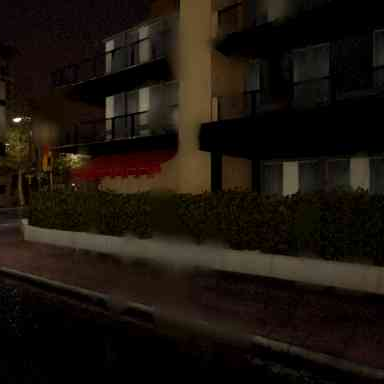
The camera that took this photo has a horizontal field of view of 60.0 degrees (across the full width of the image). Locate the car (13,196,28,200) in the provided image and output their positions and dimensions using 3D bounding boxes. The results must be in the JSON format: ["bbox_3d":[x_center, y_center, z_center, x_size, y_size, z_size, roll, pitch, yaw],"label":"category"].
[{"bbox_3d":[-36.209,1.481,67.988,4.892,1.521,2.231,0,0,36],"label":"car"}]
